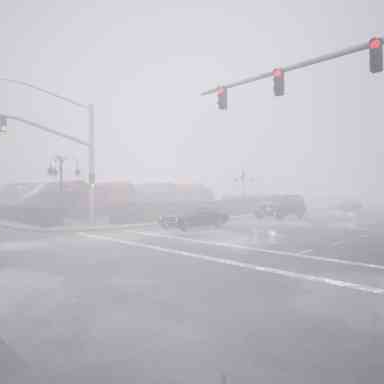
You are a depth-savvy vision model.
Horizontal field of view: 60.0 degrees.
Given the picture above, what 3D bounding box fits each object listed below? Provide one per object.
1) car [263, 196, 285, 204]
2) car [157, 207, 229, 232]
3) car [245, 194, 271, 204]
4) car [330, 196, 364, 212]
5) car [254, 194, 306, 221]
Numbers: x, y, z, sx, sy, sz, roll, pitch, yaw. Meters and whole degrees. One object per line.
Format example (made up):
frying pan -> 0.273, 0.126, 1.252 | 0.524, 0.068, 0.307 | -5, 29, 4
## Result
car -> 16.392, 1.550, 66.896 | 1.970, 1.475, 3.806 | 0, 0, -44
car -> 0.150, 1.629, 20.779 | 4.718, 1.301, 1.895 | 0, 0, -44
car -> 12.403, 1.316, 62.996 | 1.932, 1.855, 4.605 | 0, 0, -44
car -> 18.060, 1.515, 38.209 | 4.674, 1.442, 1.812 | 0, 0, -44
car -> 7.510, 1.234, 27.955 | 5.566, 2.045, 2.150 | 0, 0, -44
